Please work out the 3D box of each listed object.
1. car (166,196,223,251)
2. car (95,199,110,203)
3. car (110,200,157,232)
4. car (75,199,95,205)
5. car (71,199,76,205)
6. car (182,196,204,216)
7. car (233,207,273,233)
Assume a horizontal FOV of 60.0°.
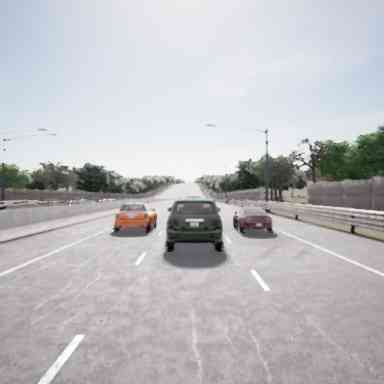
[{"bbox_3d":[0.094,1.270,14.516,2.150,2.045,5.566,0,0,0],"label":"car"},{"bbox_3d":[-14.056,1.956,55.672,2.033,1.411,5.357,0,-1,1],"label":"car"},{"bbox_3d":[-3.406,1.440,20.876,2.097,1.767,4.553,0,0,0],"label":"car"},{"bbox_3d":[-17.560,1.977,56.144,1.994,1.385,4.181,0,-1,1],"label":"car"},{"bbox_3d":[-21.026,1.988,62.239,2.128,1.511,4.902,0,-1,0],"label":"car"},{"bbox_3d":[0.090,1.437,36.059,2.150,2.045,5.566,0,0,0],"label":"car"},{"bbox_3d":[3.592,1.609,20.119,1.812,1.442,4.674,0,0,0],"label":"car"}]
